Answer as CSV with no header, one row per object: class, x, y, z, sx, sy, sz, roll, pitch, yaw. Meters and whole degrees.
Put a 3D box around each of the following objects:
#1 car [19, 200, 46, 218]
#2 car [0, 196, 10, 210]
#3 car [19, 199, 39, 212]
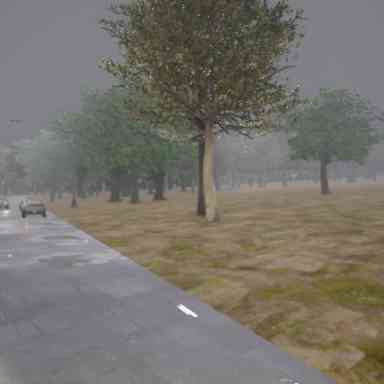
car,-14.168,1.443,29.686,2.128,1.511,4.902,0,0,-28
car,-23.545,1.299,40.733,2.097,1.767,4.553,0,0,-28
car,-19.048,1.546,38.773,1.895,1.301,4.718,0,0,-27
